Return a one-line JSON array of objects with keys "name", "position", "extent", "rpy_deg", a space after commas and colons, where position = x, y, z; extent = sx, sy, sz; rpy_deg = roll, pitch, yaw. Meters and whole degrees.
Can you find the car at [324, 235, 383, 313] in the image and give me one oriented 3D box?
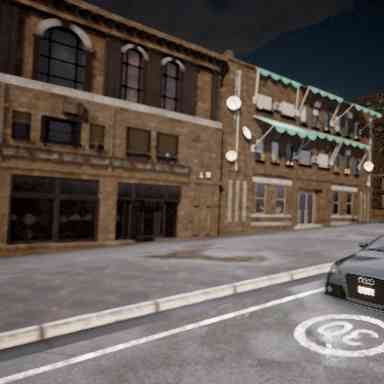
[{"name": "car", "position": [4.702, 1.577, 7.041], "extent": [4.181, 1.385, 1.994], "rpy_deg": [0, 0, -36]}]
